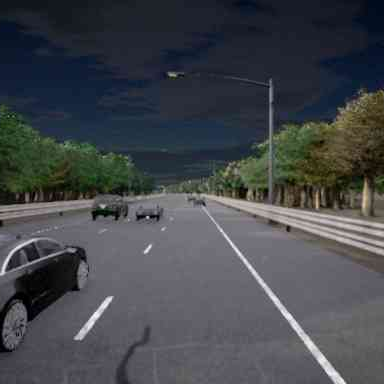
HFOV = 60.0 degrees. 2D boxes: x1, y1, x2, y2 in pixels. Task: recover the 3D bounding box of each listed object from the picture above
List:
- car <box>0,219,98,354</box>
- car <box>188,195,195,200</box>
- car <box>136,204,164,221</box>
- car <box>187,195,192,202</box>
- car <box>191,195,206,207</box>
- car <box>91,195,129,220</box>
[{"bbox_3d":[-3.401,1.507,6.118,2.128,1.511,4.902,0,0,0],"label":"car"},{"bbox_3d":[-0.010,1.455,90.283,1.837,1.490,4.892,0,0,0],"label":"car"},{"bbox_3d":[-3.403,1.655,27.729,1.895,1.301,4.718,0,0,0],"label":"car"},{"bbox_3d":[-0.008,1.467,71.665,1.837,1.490,4.892,0,0,0],"label":"car"},{"bbox_3d":[1.219,1.593,53.180,1.837,1.490,4.892,0,0,0],"label":"car"},{"bbox_3d":[-6.902,1.277,28.441,2.150,2.045,5.566,0,0,0],"label":"car"}]
